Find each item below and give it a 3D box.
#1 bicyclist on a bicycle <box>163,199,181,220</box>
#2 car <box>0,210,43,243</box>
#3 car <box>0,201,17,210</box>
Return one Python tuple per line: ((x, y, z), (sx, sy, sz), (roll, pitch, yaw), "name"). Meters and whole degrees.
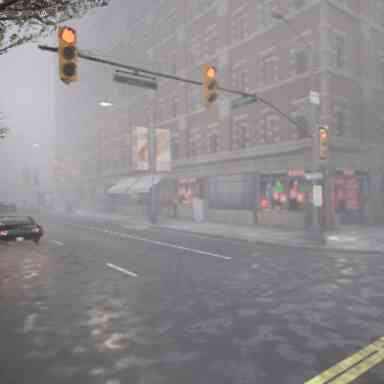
((-1.531, 1.338, 25.384), (1.656, 1.620, 0.582), (-1, 0, -36), "bicyclist on a bicycle")
((-8.785, 1.772, 16.242), (1.895, 1.301, 4.718), (-1, 0, -36), "car")
((-23.389, 1.933, 41.958), (1.882, 1.535, 5.008), (-1, 0, -36), "car")
